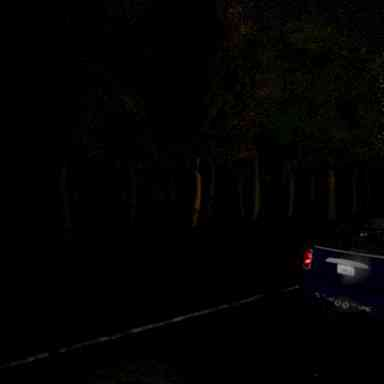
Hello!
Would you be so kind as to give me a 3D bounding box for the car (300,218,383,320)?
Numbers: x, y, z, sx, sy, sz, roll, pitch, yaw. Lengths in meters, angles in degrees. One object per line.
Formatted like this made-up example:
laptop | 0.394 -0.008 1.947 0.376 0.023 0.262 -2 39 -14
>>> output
car | 4.312 1.320 6.816 4.553 1.767 2.097 0 0 -36
